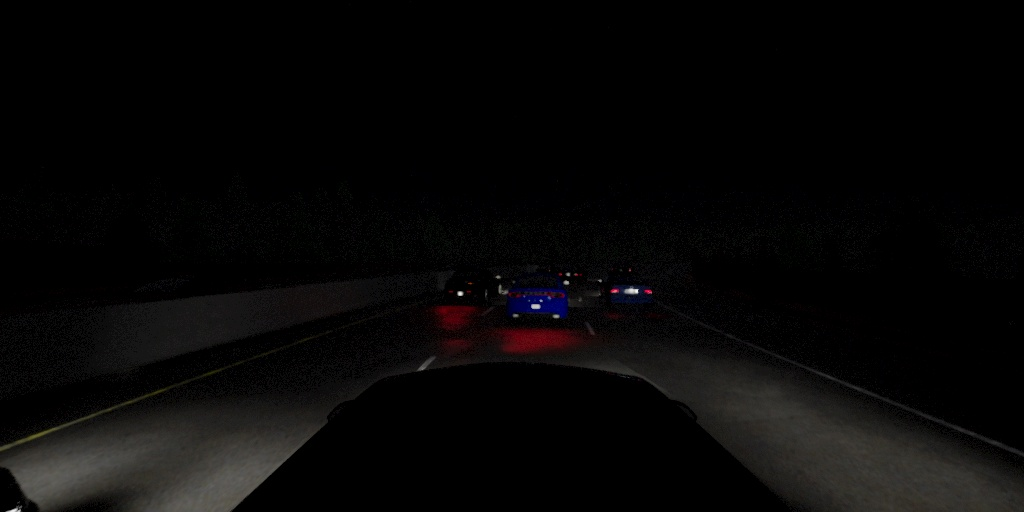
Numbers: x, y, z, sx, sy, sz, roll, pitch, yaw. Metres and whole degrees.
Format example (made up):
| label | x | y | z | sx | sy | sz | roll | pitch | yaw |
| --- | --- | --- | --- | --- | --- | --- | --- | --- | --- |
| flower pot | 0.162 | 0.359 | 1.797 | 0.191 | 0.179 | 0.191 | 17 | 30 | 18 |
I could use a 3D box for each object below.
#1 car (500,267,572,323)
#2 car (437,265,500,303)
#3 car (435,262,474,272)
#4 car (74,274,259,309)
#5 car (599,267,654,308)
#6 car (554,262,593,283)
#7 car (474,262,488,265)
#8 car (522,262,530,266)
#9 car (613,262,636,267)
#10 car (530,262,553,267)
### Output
| label | x | y | z | sx | sy | sz | roll | pitch | yaw |
| --- | --- | --- | --- | --- | --- | --- | --- | --- | --- |
| car | 0.986 | 1.305 | 12.656 | 1.882 | 1.535 | 5.008 | 0 | 0 | 7 |
| car | -1.761 | 1.356 | 17.563 | 1.837 | 1.490 | 4.892 | 0 | 0 | 10 |
| car | -6.480 | 1.491 | 39.304 | 1.882 | 1.535 | 5.008 | 0 | -1 | 22 |
| car | -9.972 | 1.292 | 10.905 | 1.812 | 1.442 | 4.674 | 0 | 0 | 6 |
| car | 5.007 | 1.413 | 16.117 | 2.033 | 1.411 | 5.357 | 0 | 0 | 10 |
| car | 5.282 | 1.511 | 30.596 | 2.033 | 1.411 | 5.357 | 0 | 0 | 20 |
| car | -4.933 | 1.615 | 50.832 | 2.128 | 1.511 | 4.902 | 0 | -1 | 28 |
| car | 2.637 | 1.599 | 50.142 | 1.882 | 1.535 | 5.008 | 0 | -1 | 31 |
| car | 10.905 | 1.355 | 35.059 | 2.097 | 1.767 | 4.553 | 0 | 0 | 23 |
| car | 3.615 | 1.526 | 35.847 | 1.812 | 1.442 | 4.674 | 0 | -1 | 22 |
